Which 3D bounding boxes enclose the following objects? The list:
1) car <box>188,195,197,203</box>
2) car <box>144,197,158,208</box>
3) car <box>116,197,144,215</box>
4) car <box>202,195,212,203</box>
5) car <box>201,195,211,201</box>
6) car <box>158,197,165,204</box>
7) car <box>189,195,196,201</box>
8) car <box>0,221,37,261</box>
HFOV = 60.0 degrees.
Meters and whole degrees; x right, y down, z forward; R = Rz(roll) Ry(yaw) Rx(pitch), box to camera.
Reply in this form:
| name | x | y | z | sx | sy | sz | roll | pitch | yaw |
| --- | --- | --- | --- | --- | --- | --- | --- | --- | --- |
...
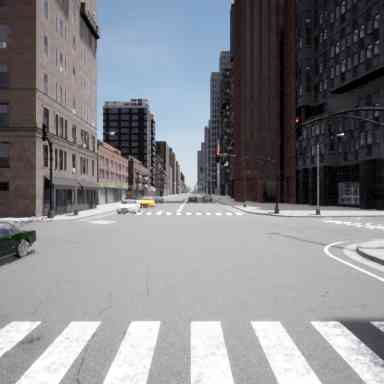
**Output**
| name | x | y | z | sx | sy | sz | roll | pitch | yaw |
| --- | --- | --- | --- | --- | --- | --- | --- | --- | --- |
| car | 0.107 | 1.484 | 70.989 | 1.882 | 1.535 | 5.008 | 0 | 0 | 0 |
| car | -6.523 | 1.487 | 48.469 | 1.882 | 1.535 | 5.008 | 0 | 1 | 0 |
| car | -6.554 | 1.531 | 34.681 | 1.812 | 1.442 | 4.674 | 0 | 0 | 0 |
| car | 3.357 | 1.531 | 70.984 | 2.128 | 1.511 | 4.902 | 0 | 0 | 0 |
| car | 3.372 | 1.498 | 81.404 | 2.128 | 1.511 | 4.902 | 0 | 0 | 0 |
| car | -6.443 | 1.573 | 64.721 | 1.994 | 1.385 | 4.181 | 0 | 0 | 1 |
| car | 0.122 | 1.451 | 81.408 | 1.882 | 1.535 | 5.008 | 0 | 0 | 0 |
| car | -6.559 | 1.584 | 9.842 | 1.895 | 1.301 | 4.718 | 0 | 1 | 0 |
